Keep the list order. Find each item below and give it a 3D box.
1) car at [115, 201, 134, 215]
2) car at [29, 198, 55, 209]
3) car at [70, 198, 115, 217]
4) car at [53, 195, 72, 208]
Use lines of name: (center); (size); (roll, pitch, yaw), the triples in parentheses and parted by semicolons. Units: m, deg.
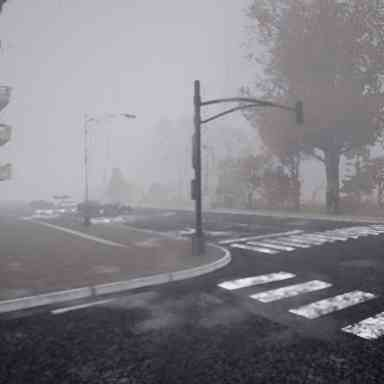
car: (-8.013, 1.676, 35.485); (1.895, 1.301, 4.718); (-1, 1, -38)
car: (-21.883, 1.764, 47.939); (1.895, 1.301, 4.718); (-1, 1, -39)
car: (-9.775, 1.609, 32.448); (2.128, 1.511, 4.902); (-1, 1, -38)
car: (-19.357, 1.426, 49.978); (2.150, 2.045, 5.566); (-1, 1, -39)
